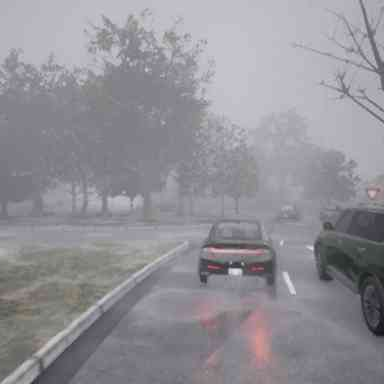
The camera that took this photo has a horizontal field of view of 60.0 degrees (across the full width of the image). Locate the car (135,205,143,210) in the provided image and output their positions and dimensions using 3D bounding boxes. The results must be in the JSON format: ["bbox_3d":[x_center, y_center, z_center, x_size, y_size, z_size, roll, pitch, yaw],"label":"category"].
[{"bbox_3d":[-7.615,2.622,60.808,5.357,1.411,2.033,0,-1,3],"label":"car"}]

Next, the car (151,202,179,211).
[{"bbox_3d":[-3.980,2.463,56.934,5.008,1.535,1.882,0,-1,10],"label":"car"}]

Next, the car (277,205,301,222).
[{"bbox_3d":[8.898,1.926,30.515,1.812,1.442,4.674,0,-1,23],"label":"car"}]

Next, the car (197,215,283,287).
[{"bbox_3d":[1.325,1.517,9.495,2.128,1.511,4.902,0,-1,9],"label":"car"}]

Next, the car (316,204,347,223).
[{"bbox_3d":[12.914,1.906,30.687,2.128,1.511,4.902,-1,-1,28],"label":"car"}]

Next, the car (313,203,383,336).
[{"bbox_3d":[4.087,1.231,6.675,2.150,2.045,5.566,0,0,7],"label":"car"}]

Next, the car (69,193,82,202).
[{"bbox_3d":[-30.864,1.725,87.153,1.946,1.575,5.366,0,2,-11],"label":"car"}]
